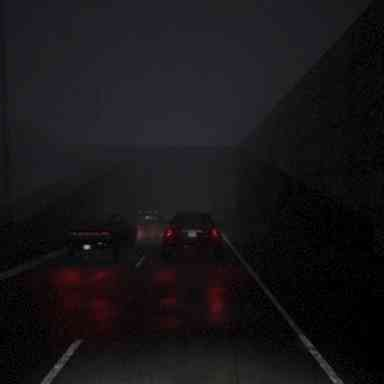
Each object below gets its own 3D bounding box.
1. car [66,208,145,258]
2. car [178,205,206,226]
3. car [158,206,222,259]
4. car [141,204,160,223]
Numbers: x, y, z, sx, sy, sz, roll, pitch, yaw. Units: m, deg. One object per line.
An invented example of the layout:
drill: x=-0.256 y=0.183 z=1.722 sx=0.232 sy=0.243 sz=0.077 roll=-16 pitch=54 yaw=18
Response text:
car: x=-3.474 y=1.641 z=13.485 sx=2.128 sy=1.511 sz=4.902 roll=0 pitch=0 yaw=1
car: x=0.016 y=1.847 z=27.488 sx=2.033 sy=1.411 sz=5.357 roll=0 pitch=-1 yaw=0
car: x=0.026 y=1.498 z=13.408 sx=2.097 sy=1.767 sz=4.553 roll=0 pitch=-1 yaw=1
car: x=-3.471 y=1.804 z=28.489 sx=2.128 sy=1.511 sz=4.902 roll=0 pitch=0 yaw=1
